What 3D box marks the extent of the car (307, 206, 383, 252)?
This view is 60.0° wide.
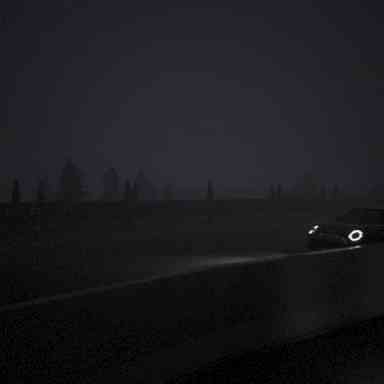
[{"bbox_3d":[6.198,1.288,11.522,4.553,1.767,2.097,0,0,-27],"label":"car"}]
